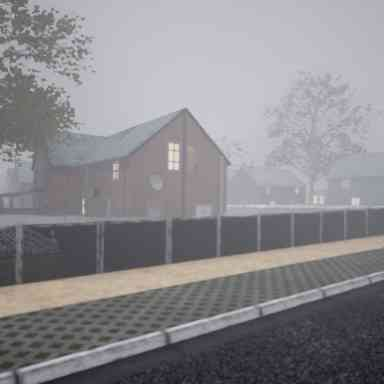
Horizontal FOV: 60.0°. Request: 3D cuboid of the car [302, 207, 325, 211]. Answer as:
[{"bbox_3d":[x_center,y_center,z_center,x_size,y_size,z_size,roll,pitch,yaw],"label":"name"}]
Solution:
[{"bbox_3d":[11.376,2.136,30.451,1.882,1.535,5.008,1,-2,-35],"label":"car"}]
